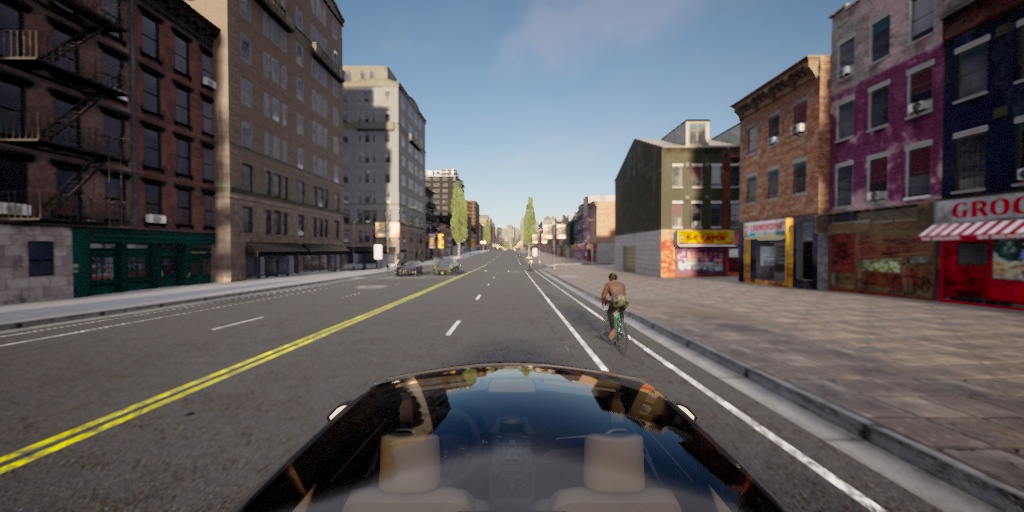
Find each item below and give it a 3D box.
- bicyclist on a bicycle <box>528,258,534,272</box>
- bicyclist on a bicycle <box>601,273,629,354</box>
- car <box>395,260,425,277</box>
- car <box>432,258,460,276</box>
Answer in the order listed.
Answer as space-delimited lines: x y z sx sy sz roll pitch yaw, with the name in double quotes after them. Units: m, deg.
2.244 1.059 42.236 0.866 1.612 1.509 0 0 0 "bicyclist on a bicycle"
2.253 1.203 7.854 0.582 1.620 1.656 0 0 0 "bicyclist on a bicycle"
-9.822 1.173 34.733 1.837 1.490 4.892 0 0 0 "car"
-6.562 1.010 36.053 2.097 1.767 4.553 0 0 0 "car"
